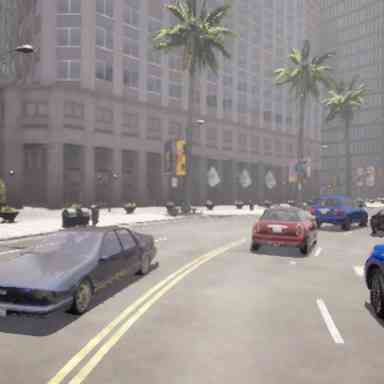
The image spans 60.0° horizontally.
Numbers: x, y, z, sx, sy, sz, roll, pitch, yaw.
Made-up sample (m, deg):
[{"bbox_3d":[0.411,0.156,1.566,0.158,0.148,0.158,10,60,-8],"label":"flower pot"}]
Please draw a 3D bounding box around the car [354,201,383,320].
[{"bbox_3d":[4.135,1.268,4.138,2.150,2.045,5.566,0,0,9],"label":"car"}]

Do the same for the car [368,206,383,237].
[{"bbox_3d":[11.919,1.617,19.243,1.882,1.535,5.008,0,0,43],"label":"car"}]

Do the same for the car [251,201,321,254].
[{"bbox_3d":[4.047,1.412,14.140,2.097,1.767,4.553,0,0,26],"label":"car"}]

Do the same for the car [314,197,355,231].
[{"bbox_3d":[9.755,1.345,22.013,2.150,2.045,5.566,0,0,43],"label":"car"}]

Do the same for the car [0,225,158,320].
[{"bbox_3d":[-2.434,1.538,7.873,2.033,1.411,5.357,0,0,14],"label":"car"}]
